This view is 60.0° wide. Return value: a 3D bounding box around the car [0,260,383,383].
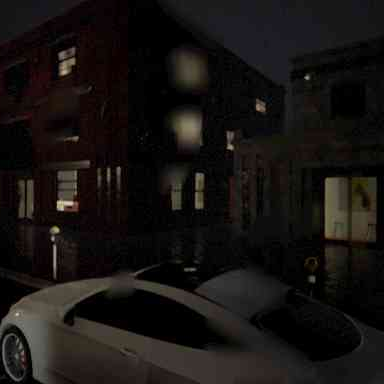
[{"bbox_3d":[-0.230,1.506,3.598,4.674,1.442,1.812,1,0,35],"label":"car"}]
